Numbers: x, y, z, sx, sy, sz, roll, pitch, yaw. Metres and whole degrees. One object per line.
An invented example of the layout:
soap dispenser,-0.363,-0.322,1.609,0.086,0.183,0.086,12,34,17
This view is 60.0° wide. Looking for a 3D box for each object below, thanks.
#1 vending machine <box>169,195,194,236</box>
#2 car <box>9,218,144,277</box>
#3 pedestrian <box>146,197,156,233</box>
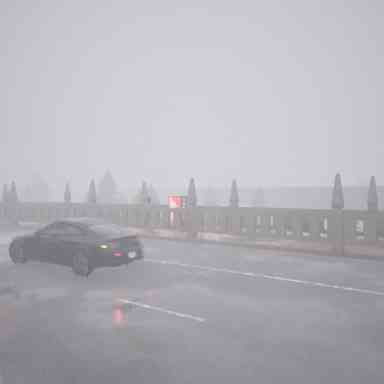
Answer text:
vending machine,-0.562,1.195,17.624,0.880,2.100,1.100,0,0,30
car,-3.580,1.525,10.189,4.674,1.442,1.812,0,0,31
pedestrian,-2.123,1.141,16.820,0.375,1.860,0.375,0,0,30
